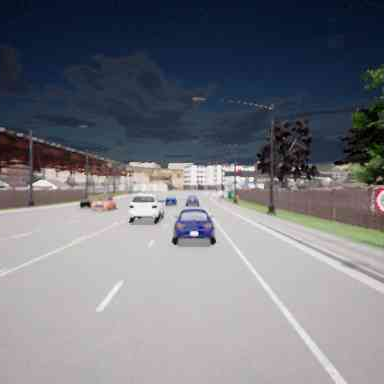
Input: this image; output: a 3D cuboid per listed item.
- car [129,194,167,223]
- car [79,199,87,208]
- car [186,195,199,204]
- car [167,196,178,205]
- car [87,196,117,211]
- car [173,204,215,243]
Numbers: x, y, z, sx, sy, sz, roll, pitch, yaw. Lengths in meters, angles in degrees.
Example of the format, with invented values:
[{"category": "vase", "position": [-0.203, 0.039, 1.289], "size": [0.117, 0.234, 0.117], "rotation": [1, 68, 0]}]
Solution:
[{"category": "car", "position": [-3.414, 1.203, 25.702], "size": [2.150, 2.045, 5.566], "rotation": [0, 0, 0]}, {"category": "car", "position": [-14.037, 1.557, 46.228], "size": [1.895, 1.301, 4.718], "rotation": [0, 0, 0]}, {"category": "car", "position": [0.072, 1.278, 52.870], "size": [2.097, 1.767, 4.553], "rotation": [0, 0, 0]}, {"category": "car", "position": [-3.429, 1.381, 55.055], "size": [1.882, 1.535, 5.008], "rotation": [0, 1, 0]}, {"category": "car", "position": [-10.548, 1.321, 39.916], "size": [2.097, 1.767, 4.553], "rotation": [0, 0, 0]}, {"category": "car", "position": [0.090, 1.516, 15.777], "size": [1.812, 1.442, 4.674], "rotation": [0, 0, 0]}]
